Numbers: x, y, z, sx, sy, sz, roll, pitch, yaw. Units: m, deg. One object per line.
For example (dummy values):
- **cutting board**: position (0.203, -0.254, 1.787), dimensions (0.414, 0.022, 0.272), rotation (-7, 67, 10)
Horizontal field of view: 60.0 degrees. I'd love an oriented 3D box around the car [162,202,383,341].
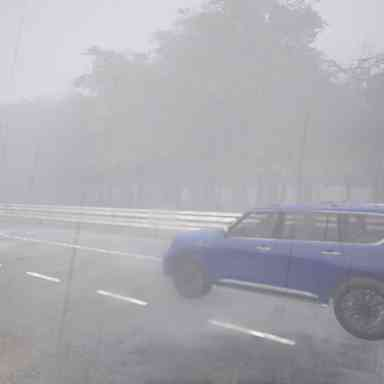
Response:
- **car**: position (1.973, 1.224, 6.761), dimensions (5.566, 2.045, 2.150), rotation (0, 0, 36)
